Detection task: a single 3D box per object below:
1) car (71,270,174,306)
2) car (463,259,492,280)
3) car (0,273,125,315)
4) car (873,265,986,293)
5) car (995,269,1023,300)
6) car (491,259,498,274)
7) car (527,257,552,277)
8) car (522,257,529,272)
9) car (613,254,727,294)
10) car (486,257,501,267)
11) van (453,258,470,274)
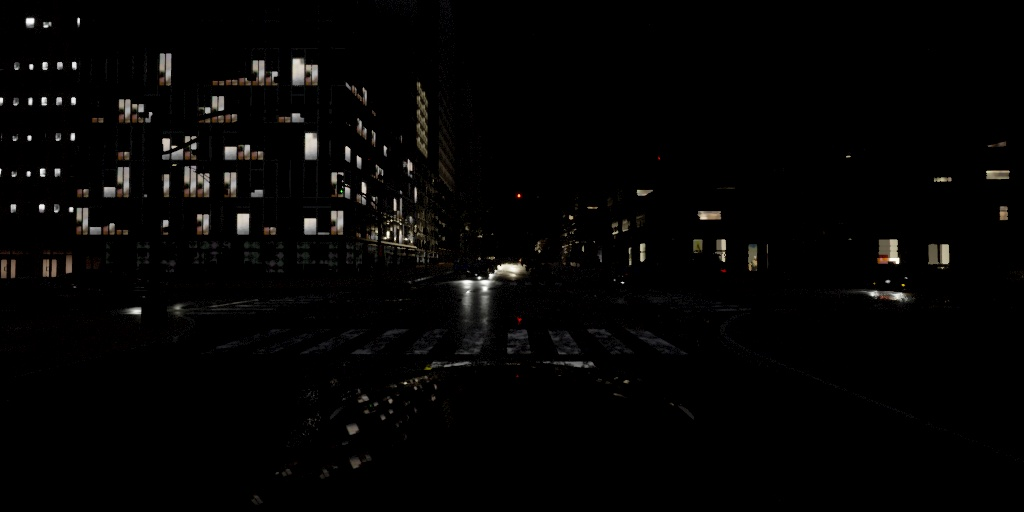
[{"bbox_3d":[-17.868,1.359,15.798,5.008,1.535,1.882,-1,-1,1],"label":"car"},{"bbox_3d":[-3.019,1.280,32.087,1.812,1.442,4.674,0,0,-1],"label":"car"},{"bbox_3d":[-17.399,1.412,13.186,4.207,1.307,1.802,0,0,1],"label":"car"},{"bbox_3d":[21.450,1.128,18.545,4.181,1.385,1.994,0,-1,0],"label":"car"},{"bbox_3d":[20.709,0.994,12.751,4.829,1.417,1.751,0,0,1],"label":"car"},{"bbox_3d":[-3.025,1.319,42.036,1.994,1.385,4.181,0,0,0],"label":"car"},{"bbox_3d":[2.751,1.194,34.988,1.967,1.591,4.097,0,0,0],"label":"car"},{"bbox_3d":[2.772,1.070,46.336,2.192,1.841,5.009,0,0,0],"label":"car"},{"bbox_3d":[8.311,0.917,19.127,5.566,2.045,2.150,-1,-1,6],"label":"car"},{"bbox_3d":[-3.005,1.303,52.316,2.033,1.411,5.357,0,0,0],"label":"car"},{"bbox_3d":[-5.619,1.096,40.639,1.690,1.789,3.998,0,0,0],"label":"van"}]
